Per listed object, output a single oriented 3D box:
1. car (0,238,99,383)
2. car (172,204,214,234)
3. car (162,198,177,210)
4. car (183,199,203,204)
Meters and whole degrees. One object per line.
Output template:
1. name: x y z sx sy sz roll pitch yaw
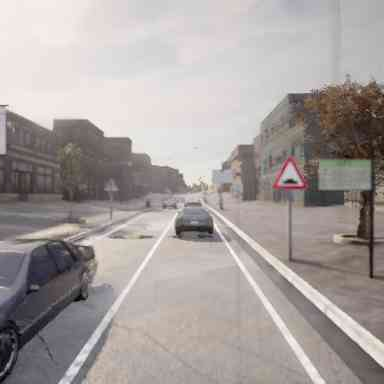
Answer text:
1. car: -3.091 1.546 5.577 2.033 1.411 5.357 0 0 0
2. car: 0.111 1.503 18.167 1.994 1.385 4.181 0 -2 0
3. car: -3.070 1.639 46.481 2.128 1.511 4.902 0 -1 0
4. car: 0.109 1.499 35.911 2.128 1.511 4.902 0 0 0
